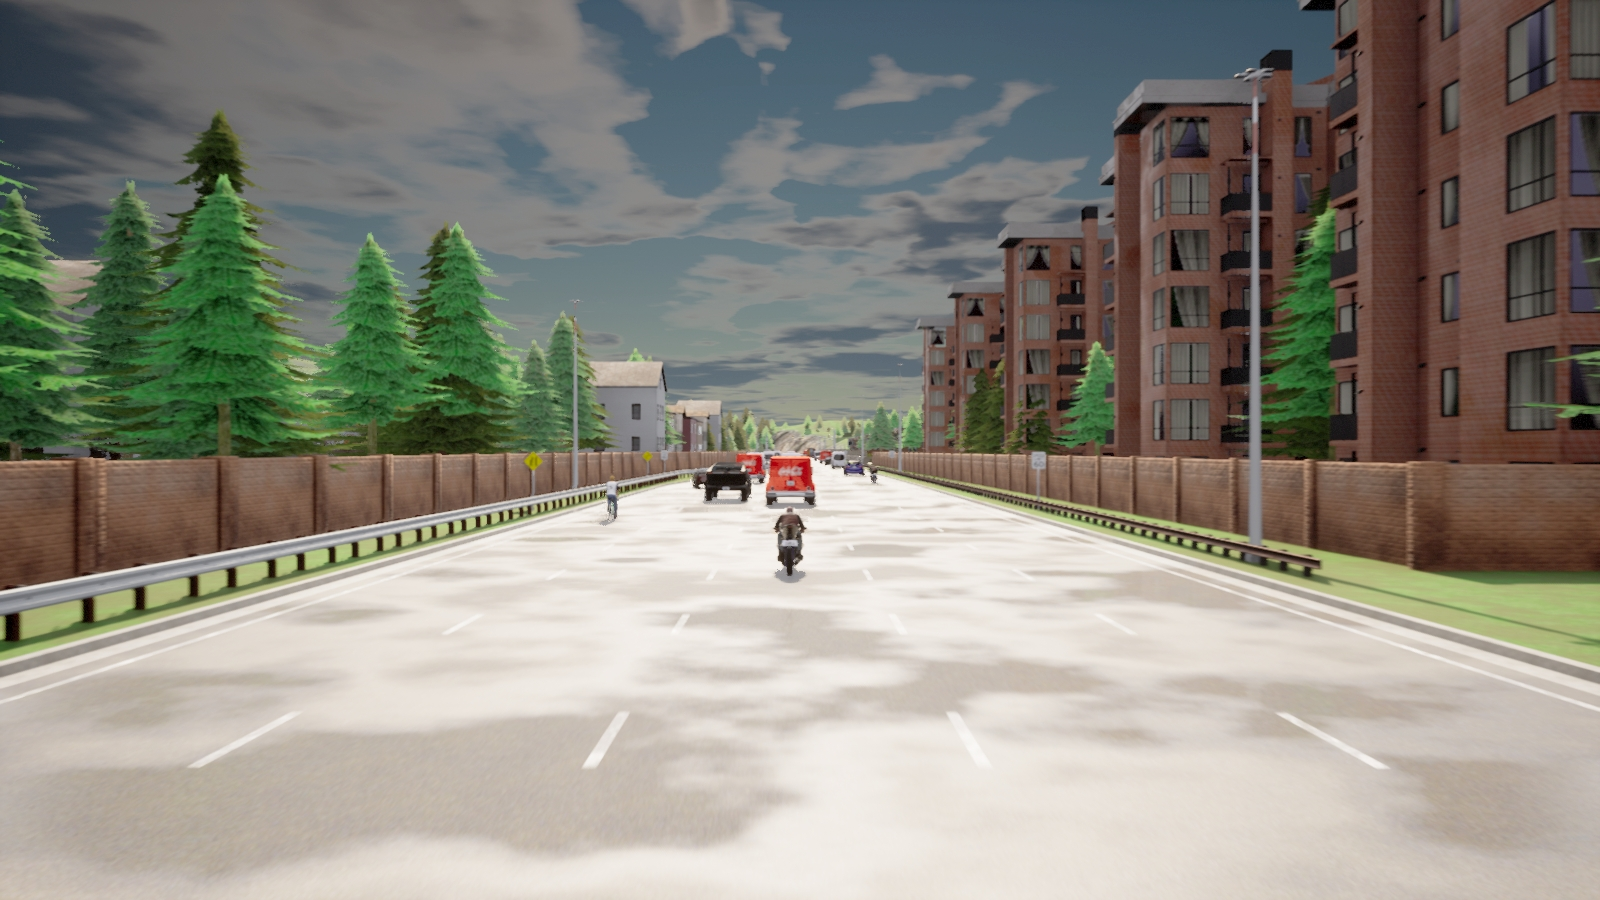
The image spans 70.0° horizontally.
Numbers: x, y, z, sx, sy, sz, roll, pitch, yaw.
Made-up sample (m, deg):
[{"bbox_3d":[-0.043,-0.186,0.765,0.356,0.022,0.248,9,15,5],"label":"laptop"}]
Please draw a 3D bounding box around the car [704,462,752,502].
[{"bbox_3d":[-4.020,1.755,64.847,2.390,2.098,6.274,0,0,0],"label":"car"}]

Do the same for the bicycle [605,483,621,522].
[{"bbox_3d":[-7.374,2.058,44.998,0.373,1.496,1.643,0,0,0],"label":"bicycle"}]

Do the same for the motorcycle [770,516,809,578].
[{"bbox_3d":[-0.233,2.205,26.463,0.867,1.251,2.209,0,0,0],"label":"motorcycle"}]

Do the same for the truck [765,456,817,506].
[{"bbox_3d":[-0.485,1.569,60.168,2.627,2.467,5.204,0,0,0],"label":"truck"}]
